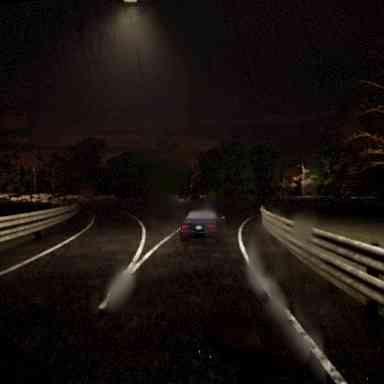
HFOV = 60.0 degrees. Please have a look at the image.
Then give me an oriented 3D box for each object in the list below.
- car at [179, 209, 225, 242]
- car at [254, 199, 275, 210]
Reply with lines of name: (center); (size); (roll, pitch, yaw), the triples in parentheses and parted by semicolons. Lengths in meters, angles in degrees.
car: (0.585, 1.541, 16.352); (2.033, 1.411, 5.357); (0, 0, 7)
car: (10.165, 1.738, 46.555); (2.128, 1.511, 4.902); (-1, -1, 31)
